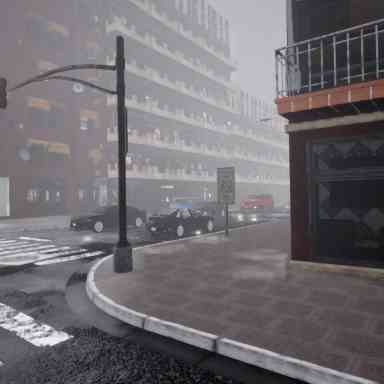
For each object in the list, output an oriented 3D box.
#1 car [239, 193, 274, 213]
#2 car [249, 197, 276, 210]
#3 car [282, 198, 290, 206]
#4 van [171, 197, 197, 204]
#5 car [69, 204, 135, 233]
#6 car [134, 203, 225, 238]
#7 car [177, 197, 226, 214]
[{"bbox_3d":[7.252,1.174,36.875,2.150,2.045,5.566,-1,-1,36],"label":"car"},{"bbox_3d":[9.327,1.431,44.014,1.967,1.590,4.097,-1,-1,36],"label":"car"},{"bbox_3d":[15.713,1.496,52.935,1.752,1.417,4.829,-1,-1,36],"label":"car"},{"bbox_3d":[-0.399,1.365,30.424,1.690,1.788,3.998,-1,-1,36],"label":"van"},{"bbox_3d":[-4.882,1.475,19.919,1.882,1.535,5.008,-1,-1,36],"label":"car"},{"bbox_3d":[-0.470,1.435,16.778,2.008,1.369,4.403,-1,-1,36],"label":"car"},{"bbox_3d":[1.167,1.478,28.368,1.837,1.490,4.892,-1,-1,35],"label":"car"}]
